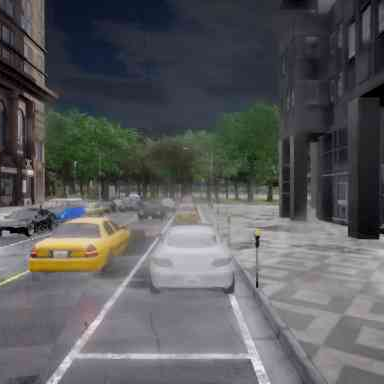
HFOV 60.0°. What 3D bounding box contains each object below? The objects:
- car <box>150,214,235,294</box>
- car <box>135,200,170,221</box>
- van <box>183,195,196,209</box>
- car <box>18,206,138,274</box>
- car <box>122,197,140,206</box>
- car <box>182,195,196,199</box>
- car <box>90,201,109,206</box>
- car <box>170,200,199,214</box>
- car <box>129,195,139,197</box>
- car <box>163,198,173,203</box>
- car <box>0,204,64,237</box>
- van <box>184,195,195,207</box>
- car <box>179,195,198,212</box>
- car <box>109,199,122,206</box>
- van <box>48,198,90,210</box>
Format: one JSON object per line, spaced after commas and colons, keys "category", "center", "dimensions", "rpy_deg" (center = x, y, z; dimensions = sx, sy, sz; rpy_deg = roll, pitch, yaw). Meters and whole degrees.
{"category": "car", "center": [0.003, 1.526, 8.650], "dimensions": [1.812, 1.442, 4.674], "rpy_deg": [0, 0, 0]}
{"category": "car", "center": [-3.063, 1.604, 26.746], "dimensions": [1.895, 1.301, 4.718], "rpy_deg": [0, 0, 0]}
{"category": "van", "center": [-0.384, 1.353, 45.324], "dimensions": [1.690, 1.788, 3.998], "rpy_deg": [0, 0, 0]}
{"category": "car", "center": [-3.144, 1.456, 10.518], "dimensions": [1.801, 1.575, 5.366], "rpy_deg": [0, 0, 0]}
{"category": "car", "center": [-6.233, 1.570, 35.145], "dimensions": [1.994, 1.385, 4.181], "rpy_deg": [0, 0, 0]}
{"category": "car", "center": [-0.384, 1.446, 34.448], "dimensions": [1.967, 1.590, 4.097], "rpy_deg": [0, 0, 0]}
{"category": "car", "center": [-8.909, 1.529, 28.841], "dimensions": [1.752, 1.417, 4.829], "rpy_deg": [0, 0, 0]}
{"category": "car", "center": [-0.384, 1.528, 23.743], "dimensions": [1.752, 1.417, 4.829], "rpy_deg": [0, 0, 0]}
{"category": "car", "center": [-8.910, 1.452, 45.324], "dimensions": [1.967, 1.590, 4.097], "rpy_deg": [0, 0, 0]}
{"category": "car", "center": [-3.064, 1.536, 42.464], "dimensions": [1.812, 1.442, 4.674], "rpy_deg": [0, 0, 0]}
{"category": "car", "center": [-8.909, 1.567, 18.136], "dimensions": [1.947, 1.339, 4.313], "rpy_deg": [0, 0, 0]}
{"category": "van", "center": [-0.384, 1.355, 50.761], "dimensions": [1.690, 1.788, 3.998], "rpy_deg": [0, 0, 0]}
{"category": "car", "center": [-0.384, 1.324, 39.886], "dimensions": [2.192, 1.841, 5.009], "rpy_deg": [0, 0, 0]}
{"category": "car", "center": [-8.909, 1.572, 34.448], "dimensions": [1.947, 1.339, 4.313], "rpy_deg": [0, 0, 0]}
{"category": "van", "center": [-8.909, 1.344, 23.573], "dimensions": [1.690, 1.788, 3.998], "rpy_deg": [0, 0, 0]}
